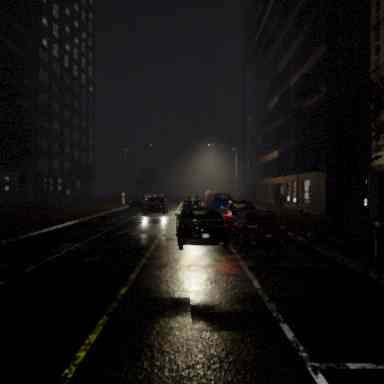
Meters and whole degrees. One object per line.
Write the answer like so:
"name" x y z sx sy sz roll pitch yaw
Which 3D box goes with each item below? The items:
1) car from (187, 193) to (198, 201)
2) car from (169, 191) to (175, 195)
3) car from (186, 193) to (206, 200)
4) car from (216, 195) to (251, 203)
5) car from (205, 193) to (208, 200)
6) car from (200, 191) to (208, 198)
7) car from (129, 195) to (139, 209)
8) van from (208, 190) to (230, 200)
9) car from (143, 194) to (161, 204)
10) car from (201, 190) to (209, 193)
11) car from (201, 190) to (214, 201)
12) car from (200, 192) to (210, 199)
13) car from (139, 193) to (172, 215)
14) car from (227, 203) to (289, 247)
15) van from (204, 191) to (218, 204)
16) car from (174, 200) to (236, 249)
"car" 0.102 0.863 60.531 1.895 1.301 4.718 0 1 0
"car" -5.683 0.622 75.933 2.008 1.369 4.403 1 1 0
"car" 0.101 1.115 35.777 2.033 1.411 5.357 0 1 0
"car" 2.699 1.204 19.540 1.967 1.590 4.097 0 1 0
"car" 2.698 1.109 36.465 2.008 1.369 4.403 1 1 0
"car" 2.698 0.594 76.121 1.752 1.417 4.829 1 1 0
"car" -5.681 0.999 36.435 1.967 1.590 4.097 1 1 0
"van" 2.700 0.968 30.821 1.690 1.788 3.998 1 1 0
"car" -5.682 0.971 47.721 2.008 1.369 4.403 1 1 0
"car" 2.700 0.804 42.103 2.192 1.841 5.009 1 1 0
"car" 2.701 0.596 59.026 2.192 1.841 5.009 1 1 0
"car" 2.697 0.723 70.311 1.802 1.307 4.206 1 1 0
"car" -3.099 1.126 29.107 1.882 1.535 5.008 0 1 0
"car" 2.698 1.376 13.900 1.887 1.381 4.507 0 1 0
"van" 2.700 0.761 47.744 1.690 1.788 3.998 1 1 0
"car" 0.312 1.310 13.822 1.882 1.535 5.008 0 1 -4
